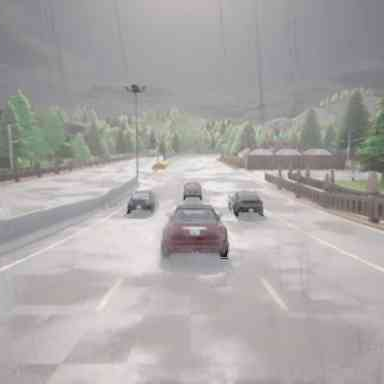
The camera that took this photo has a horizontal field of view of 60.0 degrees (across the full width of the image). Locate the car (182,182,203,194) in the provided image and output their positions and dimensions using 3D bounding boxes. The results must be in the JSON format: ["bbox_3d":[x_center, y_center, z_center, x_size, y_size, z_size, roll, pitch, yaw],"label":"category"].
[{"bbox_3d":[0.054,-0.233,31.861,2.033,1.411,5.357,0,7,0],"label":"car"}]

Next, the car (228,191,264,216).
[{"bbox_3d":[3.592,0.674,22.575,1.837,1.490,4.892,0,4,0],"label":"car"}]

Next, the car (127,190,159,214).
[{"bbox_3d":[-3.411,0.614,23.561,1.812,1.442,4.674,0,5,0],"label":"car"}]

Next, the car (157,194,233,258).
[{"bbox_3d":[0.098,1.150,12.105,2.097,1.767,4.553,0,2,0],"label":"car"}]
